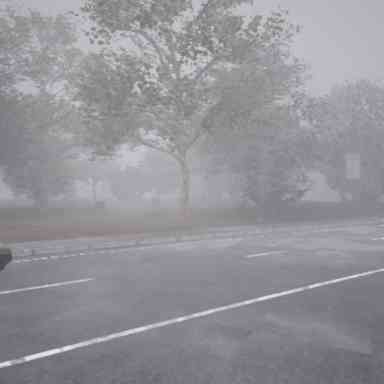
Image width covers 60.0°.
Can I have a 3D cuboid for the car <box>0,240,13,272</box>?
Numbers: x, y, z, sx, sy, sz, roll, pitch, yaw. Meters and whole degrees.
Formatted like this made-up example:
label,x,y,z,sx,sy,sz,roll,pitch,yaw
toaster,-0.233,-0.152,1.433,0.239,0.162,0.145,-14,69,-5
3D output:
label,x,y,z,sx,sy,sz,roll,pitch,yaw
car,-6.864,1.576,7.594,4.718,1.301,1.895,0,0,-35
